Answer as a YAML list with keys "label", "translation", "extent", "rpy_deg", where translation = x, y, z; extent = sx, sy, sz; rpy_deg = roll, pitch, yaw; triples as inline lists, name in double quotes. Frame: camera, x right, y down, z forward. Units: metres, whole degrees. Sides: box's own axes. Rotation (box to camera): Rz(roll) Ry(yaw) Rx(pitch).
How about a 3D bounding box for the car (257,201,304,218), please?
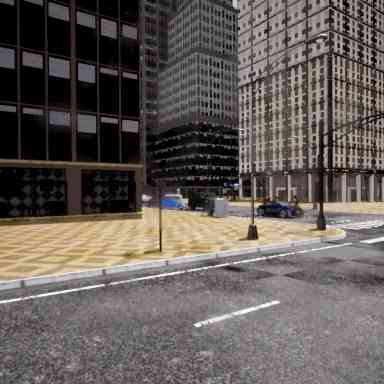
- label: "car"
  translation: [7.672, 1.479, 29.153]
  extent: [1.994, 1.385, 4.181]
  rpy_deg: [-1, 1, -34]

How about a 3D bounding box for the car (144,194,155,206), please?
- label: "car"
  translation: [-4.707, 1.336, 47.552]
  extent: [1.812, 1.442, 4.674]
  rpy_deg: [-1, 1, -34]

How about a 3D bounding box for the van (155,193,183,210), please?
- label: "van"
  translation: [-2.408, 1.211, 39.484]
  extent: [1.690, 1.788, 3.998]
  rpy_deg: [0, 0, -34]

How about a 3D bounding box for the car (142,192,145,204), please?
- label: "car"
  translation: [-8.566, 1.254, 58.979]
  extent: [1.812, 1.442, 4.674]
  rpy_deg: [-1, 1, -34]

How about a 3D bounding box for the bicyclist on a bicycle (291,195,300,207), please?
- label: "bicyclist on a bicycle"
  translation: [11.979, 1.118, 38.388]
  extent: [1.656, 1.620, 0.582]
  rpy_deg: [-1, 1, -34]

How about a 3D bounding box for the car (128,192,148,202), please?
- label: "car"
  translation: [-10.936, 0.982, 67.135]
  extent: [2.192, 1.841, 5.009]
  rpy_deg: [0, 0, -34]

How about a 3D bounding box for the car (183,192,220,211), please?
- label: "car"
  translation: [1.670, 1.086, 38.055]
  extent: [2.150, 2.045, 5.566]
  rpy_deg: [-1, 1, -34]

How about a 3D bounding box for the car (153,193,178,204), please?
- label: "car"
  translation: [-4.745, 1.036, 57.947]
  extent: [2.192, 1.841, 5.009]
  rpy_deg: [0, 0, -34]

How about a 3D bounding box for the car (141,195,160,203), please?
- label: "car"
  translation: [-7.840, 1.239, 62.542]
  extent: [1.887, 1.381, 4.507]
  rpy_deg: [0, 0, -34]
